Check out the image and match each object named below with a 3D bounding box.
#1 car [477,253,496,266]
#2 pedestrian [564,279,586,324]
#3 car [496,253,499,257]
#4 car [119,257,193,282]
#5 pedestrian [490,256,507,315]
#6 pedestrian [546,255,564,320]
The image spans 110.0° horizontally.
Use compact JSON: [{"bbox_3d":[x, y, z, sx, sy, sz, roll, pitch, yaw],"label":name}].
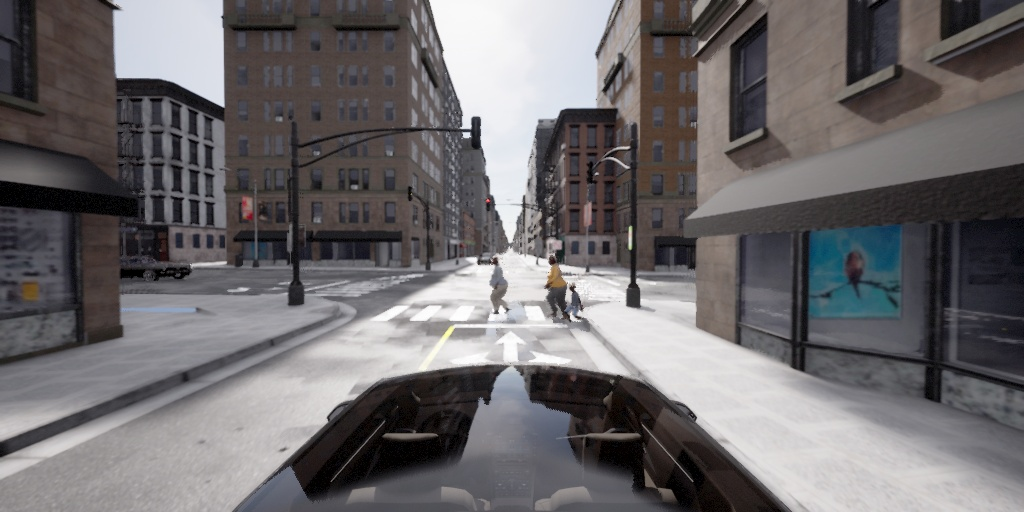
[{"bbox_3d":[-3.309,0.404,44.795,1.837,1.490,4.892,0,1,0],"label":"car"},{"bbox_3d":[1.683,0.888,9.619,0.375,1.860,0.375,0,1,0],"label":"pedestrian"},{"bbox_3d":[-3.312,0.151,62.310,1.895,1.301,4.718,0,1,0],"label":"car"},{"bbox_3d":[-20.572,0.704,19.704,4.718,1.301,1.895,1,1,0],"label":"car"},{"bbox_3d":[-0.418,0.862,10.859,0.375,1.860,0.375,0,1,0],"label":"pedestrian"},{"bbox_3d":[1.255,0.876,10.268,0.375,1.860,0.375,0,1,0],"label":"pedestrian"}]
